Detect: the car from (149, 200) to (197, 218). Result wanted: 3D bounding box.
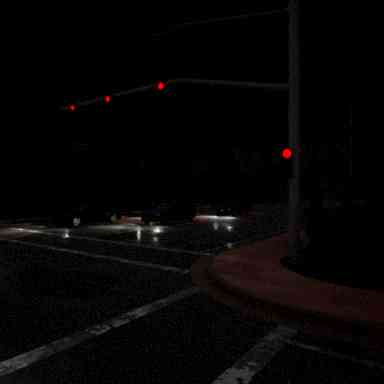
[{"bbox_3d":[-1.647,1.505,30.837,1.837,1.490,4.892,0,0,36],"label":"car"}]

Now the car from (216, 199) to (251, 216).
[{"bbox_3d":[4.197,1.505,32.953,1.837,1.490,4.892,0,0,36],"label":"car"}]

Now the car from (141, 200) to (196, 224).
[{"bbox_3d":[-1.661,1.478,24.813,1.882,1.535,5.008,0,0,36],"label":"car"}]

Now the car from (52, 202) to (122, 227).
[{"bbox_3d":[-7.177,1.478,23.121,1.882,1.535,5.008,0,0,36],"label":"car"}]
